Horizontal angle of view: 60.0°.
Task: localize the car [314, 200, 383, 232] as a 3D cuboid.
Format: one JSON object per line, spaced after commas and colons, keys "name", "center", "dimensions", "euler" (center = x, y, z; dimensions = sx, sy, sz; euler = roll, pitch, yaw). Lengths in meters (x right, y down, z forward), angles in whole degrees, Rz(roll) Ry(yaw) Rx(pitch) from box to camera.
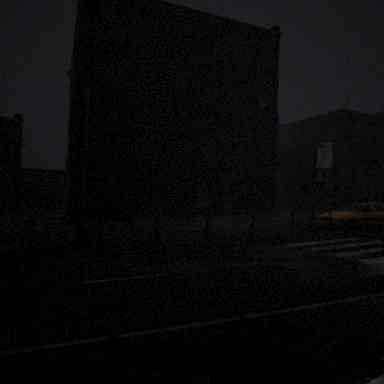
{"name": "car", "center": [9.104, 1.231, 18.192], "dimensions": [5.366, 1.575, 1.946], "euler": [-1, 0, -25]}
